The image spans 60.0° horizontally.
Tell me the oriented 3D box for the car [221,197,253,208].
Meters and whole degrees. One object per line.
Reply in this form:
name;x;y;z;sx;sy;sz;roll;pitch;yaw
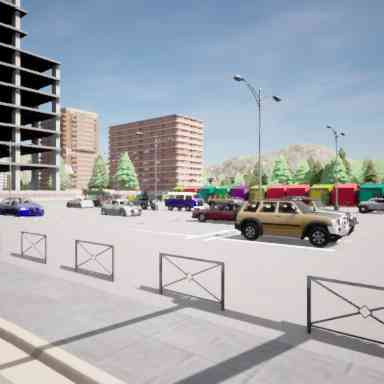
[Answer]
car;5.999;1.364;44.797;3.905;1.438;1.784;0;0;38

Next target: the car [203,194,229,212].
car;4.163;1.153;42.556;4.605;1.855;1.932;0;0;38

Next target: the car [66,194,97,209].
car;-14.518;1.395;43.044;3.806;1.475;1.970;0;0;38

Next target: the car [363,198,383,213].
car;19.766;1.395;34.047;3.806;1.475;1.970;0;0;38

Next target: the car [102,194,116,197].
car;-12.733;1.364;45.324;3.905;1.438;1.784;0;0;38

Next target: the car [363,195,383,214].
car;17.973;1.156;31.773;3.866;1.878;1.905;0;0;38

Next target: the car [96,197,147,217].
car;-6.181;1.395;29.194;3.806;1.475;1.970;0;0;38

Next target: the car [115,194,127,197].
car;-11.118;1.153;47.468;4.605;1.855;1.932;0;0;38

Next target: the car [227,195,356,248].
car;4.080;1.153;14.052;4.605;1.855;1.932;0;0;38

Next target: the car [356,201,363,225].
car;5.907;1.156;16.298;3.866;1.878;1.905;0;0;38
